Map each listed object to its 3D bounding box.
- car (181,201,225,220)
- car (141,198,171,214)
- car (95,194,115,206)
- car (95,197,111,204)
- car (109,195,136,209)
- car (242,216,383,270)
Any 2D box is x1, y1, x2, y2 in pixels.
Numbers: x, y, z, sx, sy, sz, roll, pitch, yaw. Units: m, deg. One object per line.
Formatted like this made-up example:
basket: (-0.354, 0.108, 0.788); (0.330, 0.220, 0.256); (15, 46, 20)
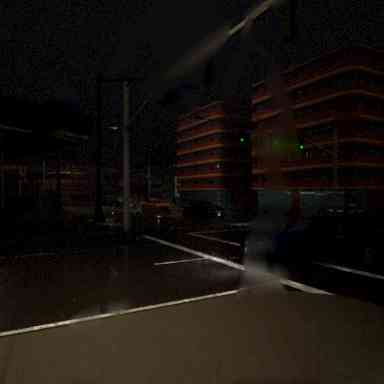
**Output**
car: (0.879, 1.491, 28.045); (2.128, 1.511, 4.902); (0, 0, -30)
car: (-3.988, 1.478, 36.323); (1.882, 1.535, 5.008); (0, 0, -30)
car: (-14.188, 1.505, 53.759); (1.837, 1.490, 4.892); (0, 0, -30)
car: (-18.170, 1.598, 67.495); (1.895, 1.301, 4.718); (0, 0, -30)
car: (-9.079, 1.491, 44.988); (2.128, 1.511, 4.902); (0, 0, -30)
car: (3.956, 1.526, 10.713); (4.674, 1.442, 1.812); (0, -1, -12)
